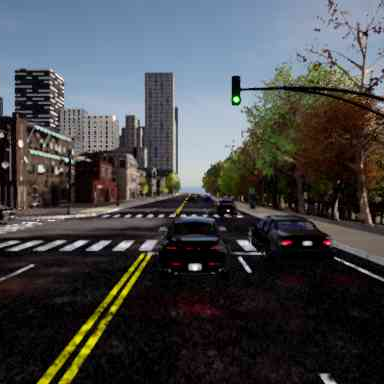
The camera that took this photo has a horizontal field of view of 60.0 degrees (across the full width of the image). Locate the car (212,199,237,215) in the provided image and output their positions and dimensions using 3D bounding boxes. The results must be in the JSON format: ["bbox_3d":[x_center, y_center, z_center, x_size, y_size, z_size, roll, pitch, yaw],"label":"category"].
[{"bbox_3d":[3.356,1.486,33.382,1.837,1.490,4.892,0,0,0],"label":"car"}]

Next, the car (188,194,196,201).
[{"bbox_3d":[0.009,1.257,79.108,1.882,1.535,5.008,0,0,0],"label":"car"}]

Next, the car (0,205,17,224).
[{"bbox_3d":[-15.355,1.623,24.091,4.902,1.511,2.128,-1,0,2],"label":"car"}]

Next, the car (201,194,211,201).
[{"bbox_3d":[3.259,1.319,79.108,2.033,1.411,5.357,0,0,0],"label":"car"}]

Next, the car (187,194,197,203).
[{"bbox_3d":[0.008,1.474,69.107,1.812,1.442,4.674,0,0,0],"label":"car"}]

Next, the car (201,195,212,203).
[{"bbox_3d":[3.258,1.474,69.107,1.812,1.442,4.674,0,0,0],"label":"car"}]

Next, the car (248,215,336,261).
[{"bbox_3d":[3.353,1.541,12.174,2.033,1.411,5.357,0,0,0],"label":"car"}]

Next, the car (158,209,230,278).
[{"bbox_3d":[0.029,1.500,10.170,1.837,1.490,4.892,0,0,-1],"label":"car"}]
